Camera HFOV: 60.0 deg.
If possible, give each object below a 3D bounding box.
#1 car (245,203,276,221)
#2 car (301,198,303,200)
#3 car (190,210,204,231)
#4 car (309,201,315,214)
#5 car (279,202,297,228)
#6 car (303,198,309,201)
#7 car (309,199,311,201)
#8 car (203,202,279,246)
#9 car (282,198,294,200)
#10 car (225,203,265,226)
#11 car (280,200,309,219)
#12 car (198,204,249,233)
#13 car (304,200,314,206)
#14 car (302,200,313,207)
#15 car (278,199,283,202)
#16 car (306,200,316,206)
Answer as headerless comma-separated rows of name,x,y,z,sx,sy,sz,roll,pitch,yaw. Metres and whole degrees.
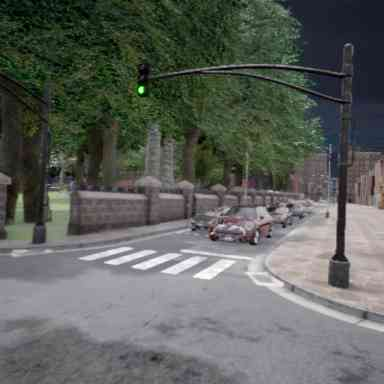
car,6.508,1.786,31.246,1.947,1.339,4.313,4,1,24
car,15.351,2.003,51.172,1.967,1.590,4.097,4,1,24
car,1.382,1.590,19.753,2.008,1.369,4.403,4,1,24
car,14.561,2.135,43.084,1.895,1.301,4.718,2,0,24
car,6.236,1.750,24.387,1.812,1.442,4.674,2,0,24
car,19.768,2.189,61.135,1.967,1.590,4.097,4,0,24
car,21.903,2.368,65.963,1.752,1.417,4.829,4,0,24
car,2.553,1.447,16.252,2.097,1.767,4.553,2,0,26
car,13.150,1.789,46.189,2.192,1.841,5.009,4,1,24
car,4.299,1.692,26.264,2.008,1.369,4.403,4,1,24
car,10.449,1.881,33.891,1.837,1.490,4.892,2,0,24
car,2.161,1.591,21.567,1.752,1.417,4.829,4,1,24
car,28.528,2.672,80.909,1.752,1.417,4.829,3,0,24
car,26.387,2.596,76.082,2.008,1.369,4.403,4,0,24
car,10.925,1.968,41.210,1.802,1.307,4.206,4,1,24
car,30.803,2.808,86.046,2.008,1.369,4.403,3,0,24
